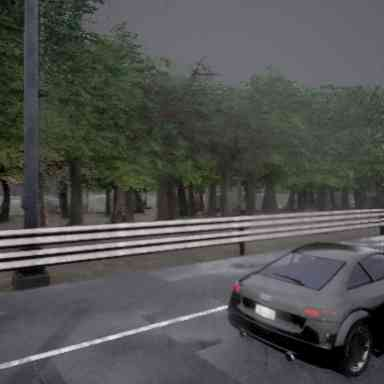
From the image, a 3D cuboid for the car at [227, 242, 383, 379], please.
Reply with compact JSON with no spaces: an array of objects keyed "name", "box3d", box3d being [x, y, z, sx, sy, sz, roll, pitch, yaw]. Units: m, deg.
[{"name":"car","box3d":[2.612,1.563,5.574,4.181,1.385,1.994,0,0,-35]}]
